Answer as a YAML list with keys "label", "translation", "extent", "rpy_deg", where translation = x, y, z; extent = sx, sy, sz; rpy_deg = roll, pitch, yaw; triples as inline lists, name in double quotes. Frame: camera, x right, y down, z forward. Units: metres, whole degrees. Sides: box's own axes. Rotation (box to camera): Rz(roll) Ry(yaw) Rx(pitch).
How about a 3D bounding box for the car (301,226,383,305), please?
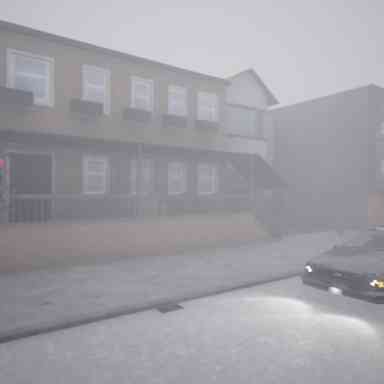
- label: "car"
  translation: [5.023, 1.590, 8.169]
  extent: [5.357, 1.411, 2.033]
  rpy_deg: [0, 0, -35]
